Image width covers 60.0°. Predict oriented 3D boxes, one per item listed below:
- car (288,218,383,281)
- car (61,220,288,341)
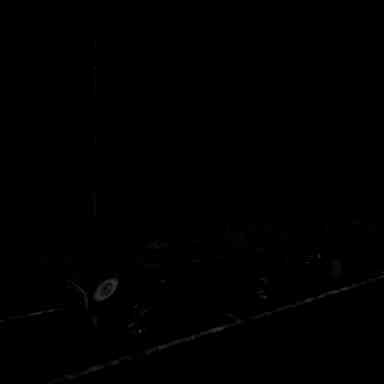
[{"bbox_3d":[4.243,1.494,9.668,4.507,1.381,1.887,0,0,-35],"label":"car"},{"bbox_3d":[-0.318,1.421,6.416,4.097,1.590,1.967,0,0,-35],"label":"car"}]
